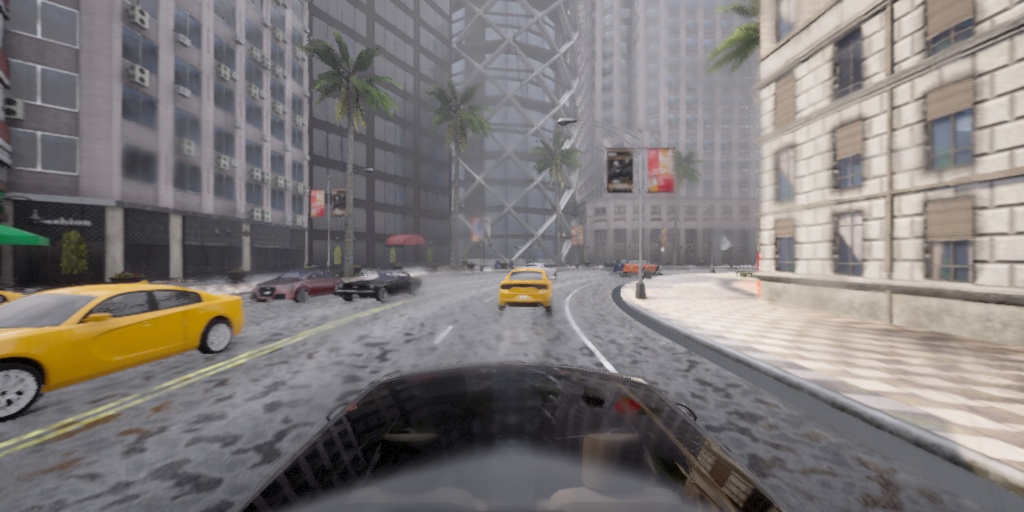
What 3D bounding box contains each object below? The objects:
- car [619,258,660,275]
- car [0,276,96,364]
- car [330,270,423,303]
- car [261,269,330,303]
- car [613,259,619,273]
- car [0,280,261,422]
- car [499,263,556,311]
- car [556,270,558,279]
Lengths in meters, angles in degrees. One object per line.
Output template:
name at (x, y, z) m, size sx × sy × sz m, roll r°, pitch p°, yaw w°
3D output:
car at (14.015, 1.105, 38.619) m, size 4.553 × 1.767 × 2.097 m, roll 0°, pitch 0°, yaw -41°
car at (-10.474, 1.226, 5.682) m, size 1.882 × 1.535 × 5.008 m, roll 0°, pitch 0°, yaw 2°
car at (-6.092, 1.350, 17.053) m, size 1.895 × 1.301 × 4.718 m, roll 0°, pitch 0°, yaw 11°
car at (-9.646, 1.312, 16.569) m, size 1.994 × 1.385 × 4.181 m, roll 0°, pitch 0°, yaw 9°
car at (14.314, 1.104, 43.062) m, size 4.553 × 1.767 × 2.097 m, roll 0°, pitch 0°, yaw -35°
car at (-6.969, 1.227, 5.945) m, size 1.882 × 1.535 × 5.008 m, roll 0°, pitch 0°, yaw 1°
car at (0.704, 1.228, 14.497) m, size 1.882 × 1.535 × 5.008 m, roll 0°, pitch 0°, yaw 7°
car at (2.242, 1.275, 29.683) m, size 1.812 × 1.442 × 4.674 m, roll 0°, pitch 0°, yaw 28°
